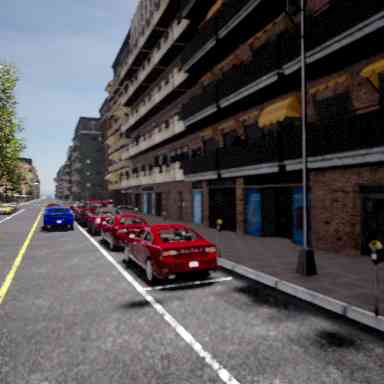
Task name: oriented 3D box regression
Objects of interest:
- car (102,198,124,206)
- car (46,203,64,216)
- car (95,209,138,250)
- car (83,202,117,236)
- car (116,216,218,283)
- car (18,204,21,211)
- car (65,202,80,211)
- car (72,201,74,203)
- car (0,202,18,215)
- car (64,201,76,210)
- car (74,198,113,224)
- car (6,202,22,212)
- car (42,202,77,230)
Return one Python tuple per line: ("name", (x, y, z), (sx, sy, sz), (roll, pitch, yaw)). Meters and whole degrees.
("car", (-20.450, 2.554, 86.124), (5.009, 1.841, 2.192), (1, -2, -23))
("car", (-16.711, 2.058, 40.490), (1.812, 1.442, 4.674), (-1, -1, -24))
("car", (-3.053, 1.699, 15.217), (1.887, 1.381, 4.507), (-1, 0, -23))
("car", (-5.271, 1.663, 20.392), (1.967, 1.590, 4.097), (-1, 0, -23))
("car", (-0.836, 1.631, 10.041), (1.887, 1.381, 4.507), (-1, 0, -23))
("car", (-26.271, 2.275, 48.141), (2.008, 1.369, 4.403), (-1, 0, -23))
("car", (-18.569, 2.212, 51.442), (1.947, 1.339, 4.313), (-1, 0, -23))
("car", (-9.704, 1.802, 30.742), (1.967, 1.590, 4.097), (-1, 0, -23))
("car", (-23.988, 2.175, 42.810), (1.752, 1.417, 4.829), (-1, 0, -23))
("car", (-20.854, 2.247, 56.774), (1.752, 1.417, 4.829), (-1, 0, -23))
("car", (-7.490, 1.607, 25.567), (2.192, 1.841, 5.009), (-1, 0, -23))
("car", (-28.422, 2.321, 53.160), (1.752, 1.417, 4.829), (-1, 0, -23))
("car", (-9.513, 1.782, 23.673), (1.882, 1.535, 5.008), (-1, 0, -23))
